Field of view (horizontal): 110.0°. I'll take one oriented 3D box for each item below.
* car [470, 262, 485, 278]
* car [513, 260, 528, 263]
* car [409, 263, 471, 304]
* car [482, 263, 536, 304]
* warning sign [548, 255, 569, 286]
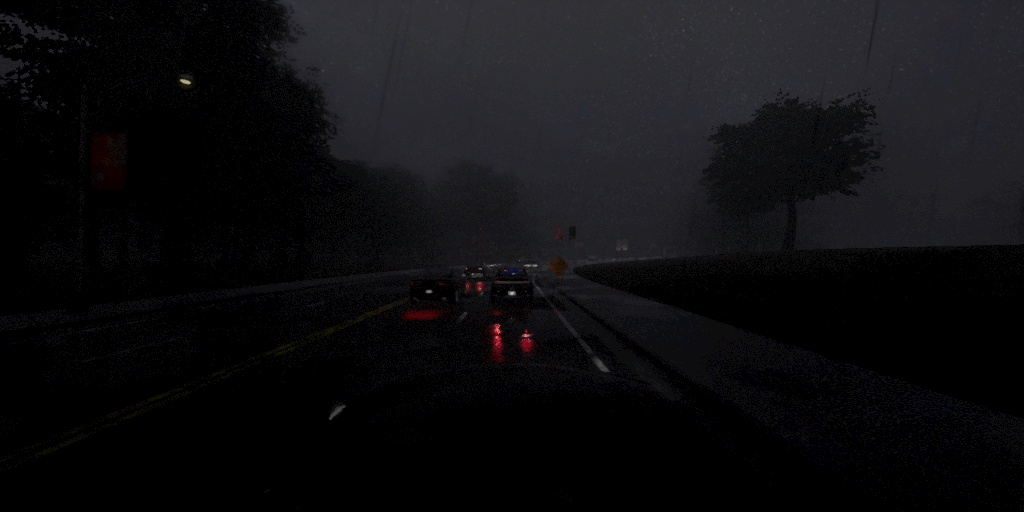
[{"bbox_3d":[-3.025,1.261,31.411,2.128,1.511,4.902,0,0,3],"label":"car"},{"bbox_3d":[0.220,1.295,31.225,1.812,1.442,4.674,0,0,3],"label":"car"},{"bbox_3d":[-3.250,1.245,16.504,1.882,1.535,5.008,0,0,0],"label":"car"},{"bbox_3d":[0.000,1.255,16.504,2.128,1.511,4.902,0,0,0],"label":"car"},{"bbox_3d":[2.850,0.879,21.887,1.300,1.860,1.060,0,0,0],"label":"warning sign"}]
